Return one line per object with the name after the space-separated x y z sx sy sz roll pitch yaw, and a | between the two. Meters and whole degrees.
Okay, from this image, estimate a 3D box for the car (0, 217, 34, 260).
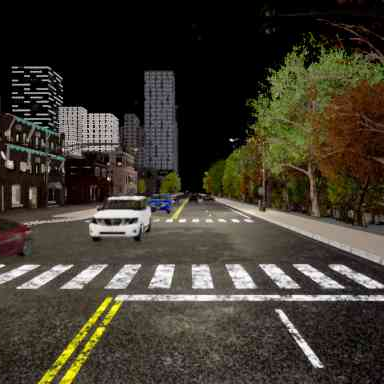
-6.579 1.525 10.207 1.812 1.442 4.674 0 0 0 | car

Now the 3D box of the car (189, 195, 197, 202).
0.180 1.494 75.592 1.812 1.442 4.674 0 0 0 | car

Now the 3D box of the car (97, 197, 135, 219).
-6.714 1.343 29.899 2.097 1.767 4.553 0 0 3 | car

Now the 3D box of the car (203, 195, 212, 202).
3.414 1.448 74.257 1.882 1.535 5.008 0 0 0 | car

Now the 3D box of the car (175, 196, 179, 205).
-3.209 1.471 56.405 2.128 1.511 4.902 0 0 0 | car

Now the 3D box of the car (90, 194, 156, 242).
-3.314 1.217 16.601 2.150 2.045 5.566 0 0 0 | car

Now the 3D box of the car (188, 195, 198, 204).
0.246 1.480 65.255 1.837 1.490 4.892 0 0 0 | car

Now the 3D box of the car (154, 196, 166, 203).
-6.368 1.482 66.478 1.837 1.490 4.892 0 0 1 | car

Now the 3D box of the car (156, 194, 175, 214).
-3.273 1.210 34.820 2.150 2.045 5.566 0 0 0 | car

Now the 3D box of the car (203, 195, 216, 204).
3.494 1.467 63.987 2.128 1.511 4.902 0 0 0 | car

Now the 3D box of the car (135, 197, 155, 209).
-6.491 1.477 46.414 2.128 1.511 4.902 0 0 0 | car
